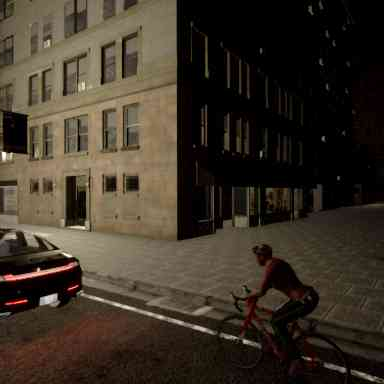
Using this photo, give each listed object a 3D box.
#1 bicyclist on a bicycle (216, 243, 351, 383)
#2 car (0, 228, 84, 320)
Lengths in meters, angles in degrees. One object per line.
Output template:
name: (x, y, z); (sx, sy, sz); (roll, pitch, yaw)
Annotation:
bicyclist on a bicycle: (0.992, 1.453, 3.956); (1.656, 1.620, 0.582); (0, 0, 36)
car: (-4.234, 1.493, 6.709); (4.902, 1.511, 2.128); (0, 0, 36)
